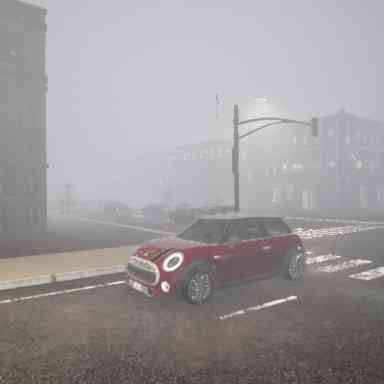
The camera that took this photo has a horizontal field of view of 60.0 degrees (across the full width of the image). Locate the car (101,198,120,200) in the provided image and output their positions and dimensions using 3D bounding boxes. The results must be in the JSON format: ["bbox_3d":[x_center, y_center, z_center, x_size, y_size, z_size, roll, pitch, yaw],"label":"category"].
[{"bbox_3d":[-9.254,1.938,41.827,2.128,1.511,4.902,-1,0,-35],"label":"car"}]

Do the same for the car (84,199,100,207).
[{"bbox_3d":[-20.311,2.227,67.388,1.887,1.381,4.507,-1,0,-35],"label":"car"}]

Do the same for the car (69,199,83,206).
[{"bbox_3d":[-26.717,2.364,76.417,1.947,1.339,4.313,-1,0,-35],"label":"car"}]

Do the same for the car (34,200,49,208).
[{"bbox_3d":[-30.348,2.375,67.052,2.008,1.369,4.403,-1,0,-35],"label":"car"}]

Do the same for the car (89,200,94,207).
[{"bbox_3d":[-17.114,1.939,62.873,2.192,1.841,5.009,-1,0,-35],"label":"car"}]

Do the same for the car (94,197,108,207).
[{"bbox_3d":[-13.402,2.035,53.189,2.128,1.511,4.902,-1,0,-35],"label":"car"}]

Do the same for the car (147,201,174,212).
[{"bbox_3d":[-4.295,1.966,44.817,1.802,1.307,4.206,-2,0,-35],"label":"car"}]

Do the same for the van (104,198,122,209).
[{"bbox_3d":[-13.910,1.907,58.359,1.690,1.788,3.998,-1,0,-35],"label":"van"}]

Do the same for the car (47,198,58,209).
[{"bbox_3d":[-23.844,2.232,57.884,1.752,1.417,4.829,-1,0,-35],"label":"car"}]

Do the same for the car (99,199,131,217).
[{"bbox_3d":[-7.929,1.846,35.451,1.967,1.590,4.097,-1,0,-35],"label":"car"}]

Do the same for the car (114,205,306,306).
[{"bbox_3d":[0.705,1.351,8.173,4.553,1.767,2.097,0,0,-35],"label":"car"}]

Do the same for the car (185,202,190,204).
[{"bbox_3d":[-1.093,1.903,40.303,1.802,1.307,4.206,-2,0,-35],"label":"car"}]

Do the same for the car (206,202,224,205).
[{"bbox_3d":[2.685,1.737,24.990,1.812,1.442,4.674,-1,0,-33],"label":"car"}]

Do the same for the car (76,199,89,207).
[{"bbox_3d":[-21.897,2.263,65.162,1.994,1.385,4.181,-1,0,-35],"label":"car"}]

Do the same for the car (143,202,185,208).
[{"bbox_3d":[-3.260,1.877,33.360,2.033,1.411,5.357,-1,0,-36],"label":"car"}]

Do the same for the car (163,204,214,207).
[{"bbox_3d":[0.004,1.814,24.064,1.947,1.339,4.313,-1,0,-35],"label":"car"}]
